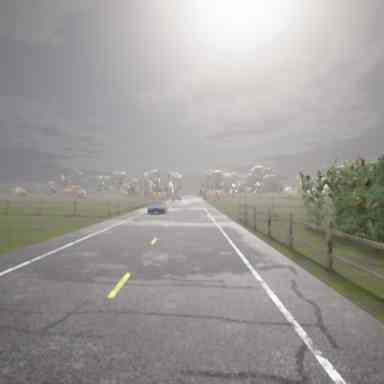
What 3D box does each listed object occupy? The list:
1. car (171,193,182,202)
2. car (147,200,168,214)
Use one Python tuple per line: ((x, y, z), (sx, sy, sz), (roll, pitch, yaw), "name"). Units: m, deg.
((-3.491, 1.198, 76.658), (2.150, 2.045, 5.566), (0, 0, 0), "car")
((-3.593, 1.575, 35.548), (2.033, 1.411, 5.357), (0, 0, 0), "car")
